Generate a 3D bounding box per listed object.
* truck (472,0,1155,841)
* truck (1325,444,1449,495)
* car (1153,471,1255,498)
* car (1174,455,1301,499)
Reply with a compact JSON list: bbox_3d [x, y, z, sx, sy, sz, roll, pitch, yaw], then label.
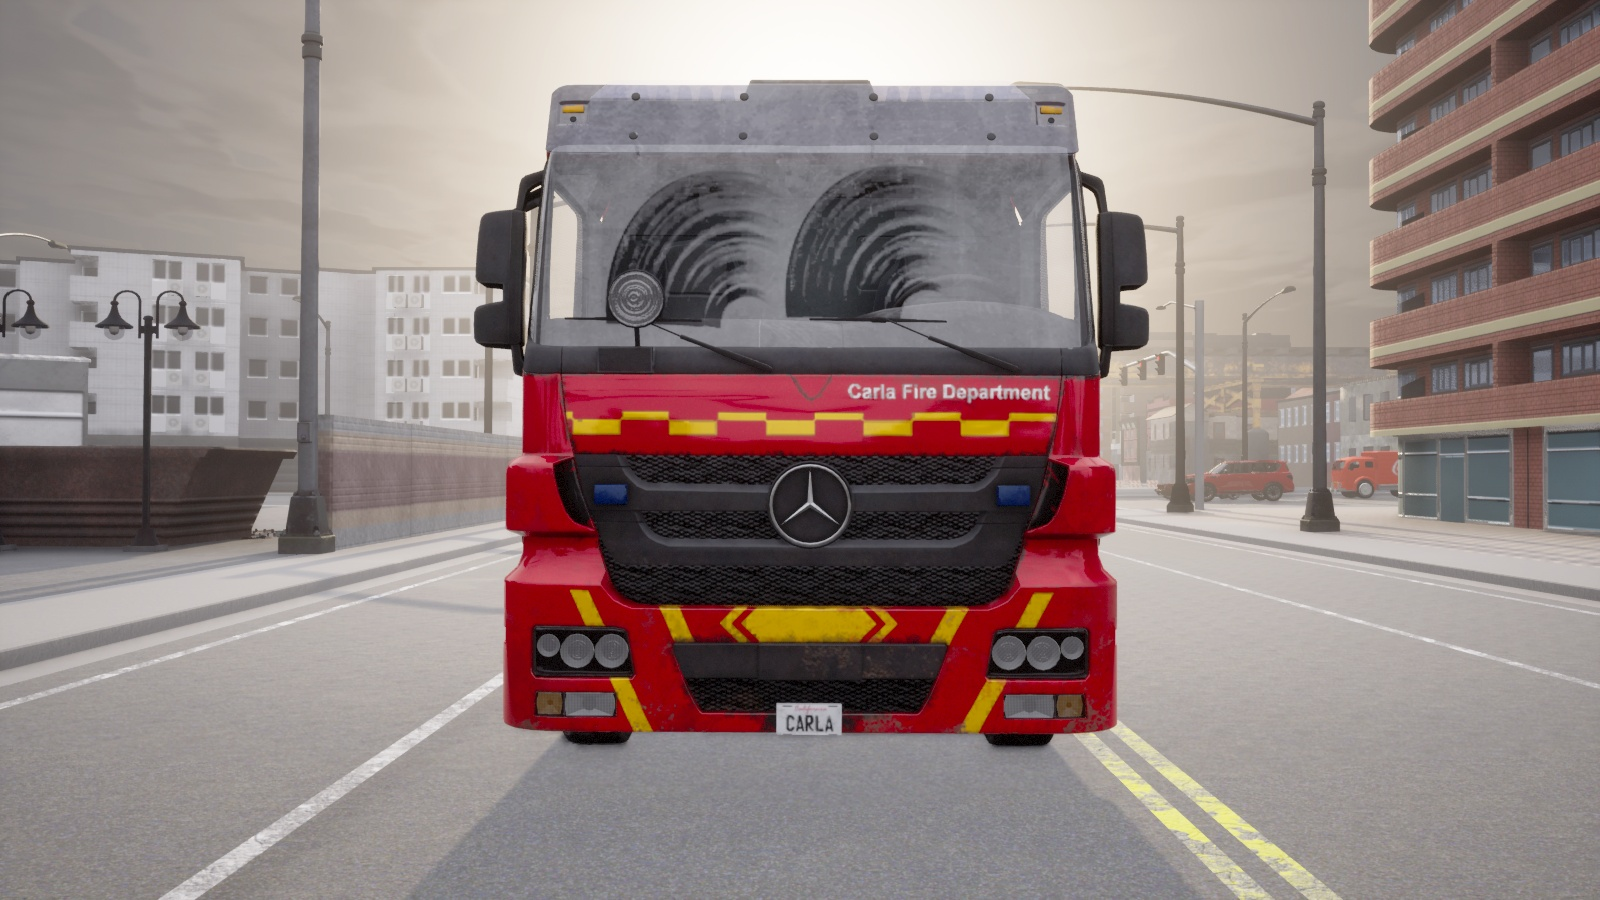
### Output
[{"bbox_3d":[0.070,-0.190,9.582,2.891,3.827,8.468,0,-1,0],"label":"truck"},{"bbox_3d":[30.778,1.035,66.015,5.204,2.467,2.627,-2,-1,1],"label":"truck"},{"bbox_3d":[21.271,1.809,66.245,4.718,1.301,1.895,-1,-1,1],"label":"car"},{"bbox_3d":[21.796,1.356,62.725,5.566,2.045,2.150,-1,-1,2],"label":"car"}]
